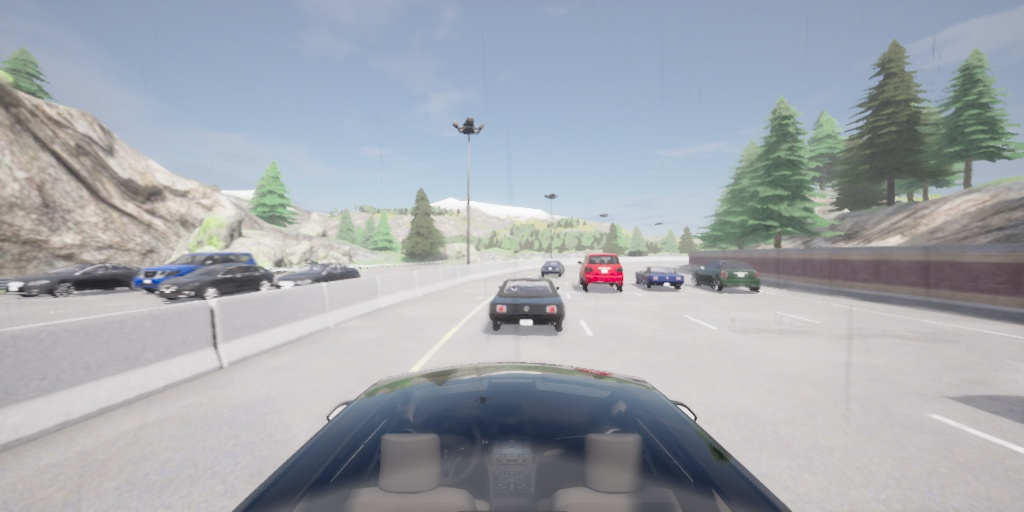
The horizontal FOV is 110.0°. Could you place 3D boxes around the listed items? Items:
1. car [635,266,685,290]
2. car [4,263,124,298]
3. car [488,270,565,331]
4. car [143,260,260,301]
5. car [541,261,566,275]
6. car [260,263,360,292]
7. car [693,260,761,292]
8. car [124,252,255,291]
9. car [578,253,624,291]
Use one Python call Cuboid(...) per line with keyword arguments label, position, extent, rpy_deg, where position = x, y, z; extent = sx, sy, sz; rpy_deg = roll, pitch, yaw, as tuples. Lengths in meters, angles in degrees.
Cuboid(label="car", position=(8.793, 1.254, 21.799), extent=(1.895, 1.301, 4.718), rpy_deg=(0, 0, 9))
Cuboid(label="car", position=(-20.168, 1.077, 17.121), extent=(2.128, 1.511, 4.902), rpy_deg=(0, 0, 6))
Cuboid(label="car", position=(0.507, 1.295, 10.847), extent=(1.895, 1.301, 4.718), rpy_deg=(0, 0, 4))
Cuboid(label="car", position=(-13.213, 1.117, 16.412), extent=(1.837, 1.490, 4.892), rpy_deg=(0, 1, 6))
Cuboid(label="car", position=(3.781, 1.115, 32.713), extent=(2.033, 1.411, 5.357), rpy_deg=(0, 0, 13))
Cuboid(label="car", position=(-9.533, 1.107, 17.964), extent=(2.128, 1.511, 4.902), rpy_deg=(0, 0, 7))
Cuboid(label="car", position=(12.203, 1.023, 20.738), extent=(2.097, 1.767, 4.553), rpy_deg=(0, 0, 8))
Cuboid(label="car", position=(-16.445, 0.805, 19.238), extent=(2.150, 2.045, 5.566), rpy_deg=(0, 0, 7))
Cuboid(label="car", position=(5.156, 0.867, 21.129), extent=(2.150, 2.045, 5.566), rpy_deg=(0, 0, 8))
